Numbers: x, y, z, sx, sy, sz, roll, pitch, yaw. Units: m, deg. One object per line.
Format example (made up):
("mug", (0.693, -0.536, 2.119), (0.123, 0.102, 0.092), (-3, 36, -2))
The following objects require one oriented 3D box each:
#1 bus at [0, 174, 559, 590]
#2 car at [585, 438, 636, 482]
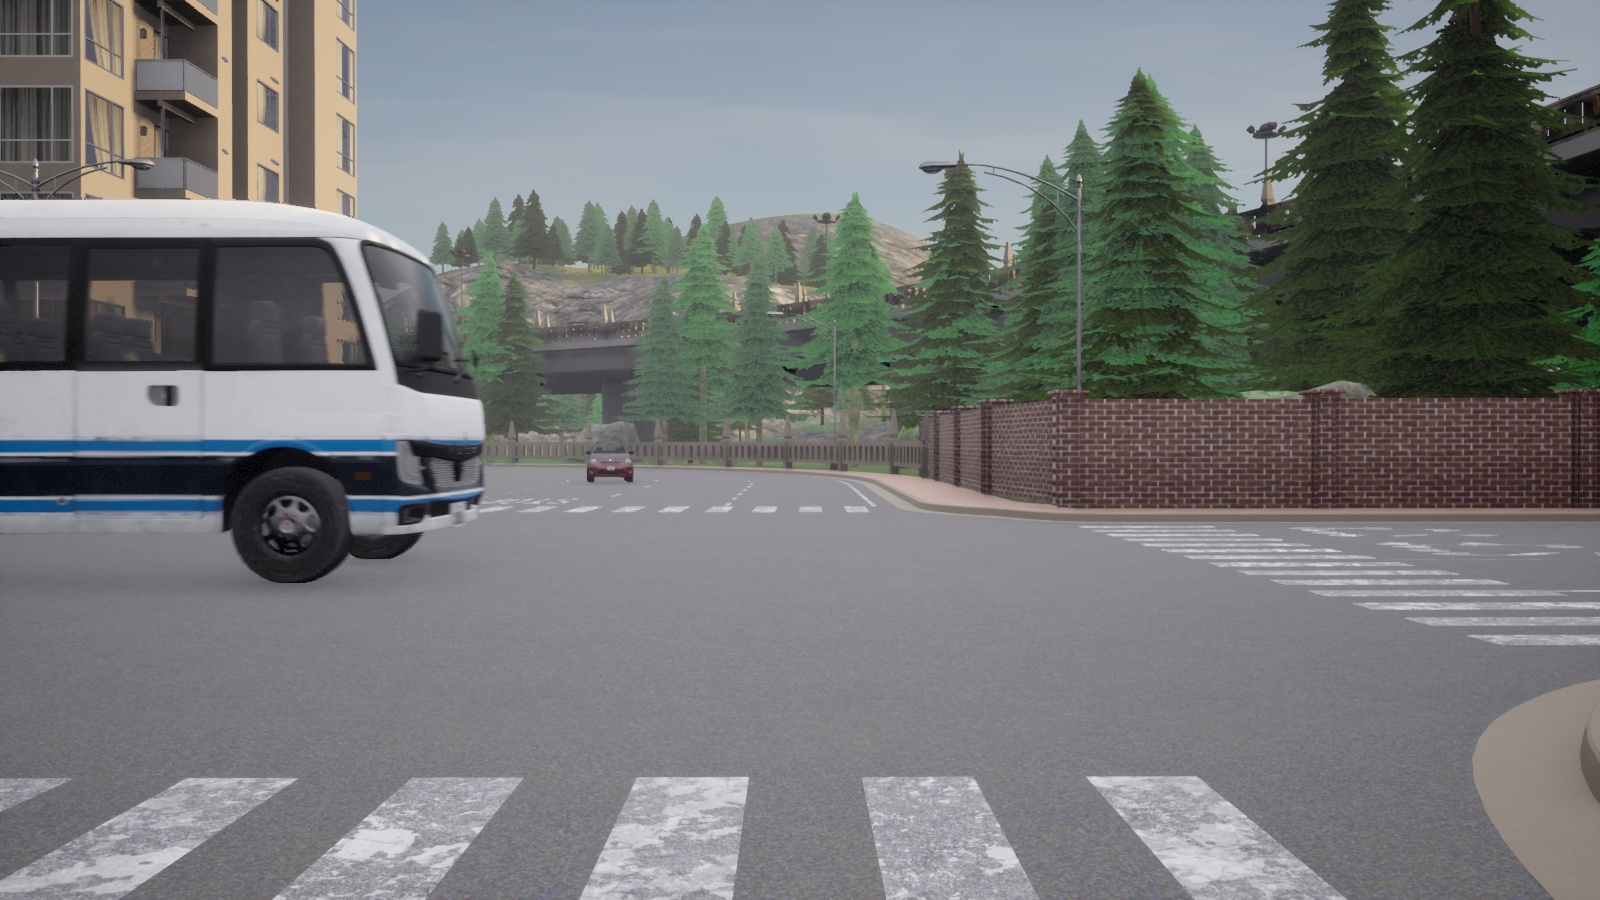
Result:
("bus", (-8.366, -0.711, 14.821), (10.273, 4.253, 3.944), (0, 0, 0))
("car", (-7.334, 0.365, 48.436), (1.851, 1.617, 3.988), (0, 0, -10))
